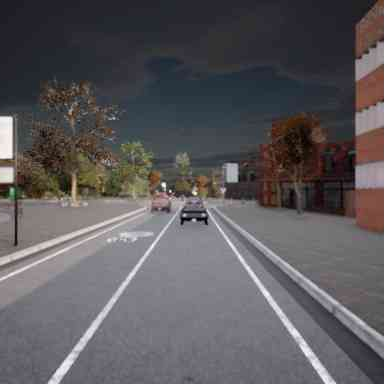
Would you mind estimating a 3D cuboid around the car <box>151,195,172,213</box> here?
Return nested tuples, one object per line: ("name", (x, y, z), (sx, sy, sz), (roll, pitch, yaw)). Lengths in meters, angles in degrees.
("car", (-3.141, 1.374, 34.756), (1.882, 1.535, 5.008), (0, 0, 0))

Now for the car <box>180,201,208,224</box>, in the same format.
("car", (0.150, 1.531, 23.762), (1.895, 1.301, 4.718), (0, 0, 0))

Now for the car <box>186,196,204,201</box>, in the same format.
("car", (0.311, 1.227, 39.252), (2.097, 1.767, 4.553), (0, 0, 1))
